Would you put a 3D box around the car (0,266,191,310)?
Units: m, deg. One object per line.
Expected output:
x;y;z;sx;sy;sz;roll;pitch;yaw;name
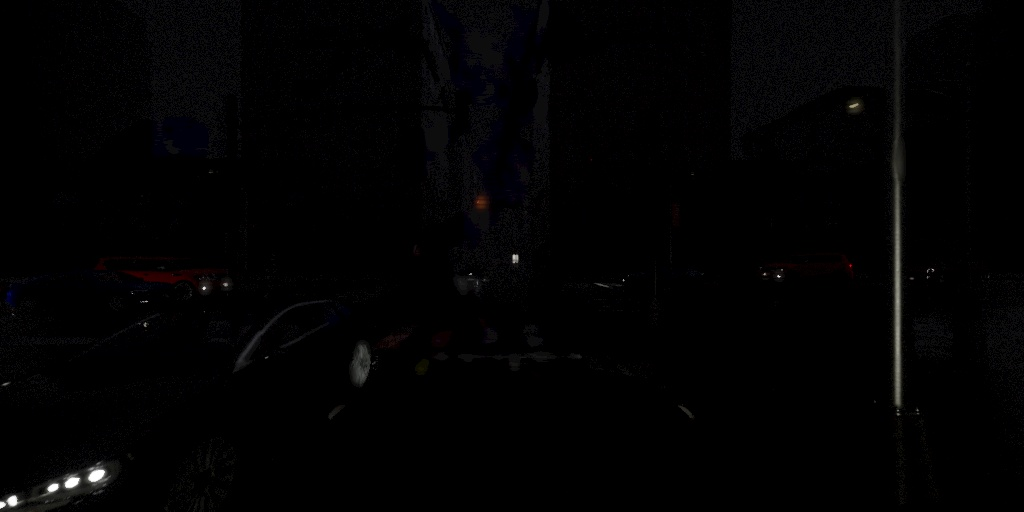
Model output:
-15.780;1.280;13.715;5.008;1.535;1.882;0;0;-2;car

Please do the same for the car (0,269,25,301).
-26.261;1.368;16.648;4.674;1.442;1.812;0;0;-1;car

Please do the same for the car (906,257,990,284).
30.093;0.982;25.040;4.553;1.767;2.097;0;0;-2;car

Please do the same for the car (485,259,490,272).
-4.221;1.283;47.661;1.837;1.490;4.892;0;0;-2;car

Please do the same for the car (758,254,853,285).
20.200;0.883;24.751;5.566;2.045;2.150;0;0;-2;car

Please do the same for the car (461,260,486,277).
-3.894;1.368;35.707;1.895;1.301;4.718;0;0;-1;car

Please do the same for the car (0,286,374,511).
-3.146;1.242;4.043;2.128;1.511;4.902;0;0;-1;car

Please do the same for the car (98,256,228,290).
-16.338;1.027;16.951;5.566;2.045;2.150;0;0;-2;car

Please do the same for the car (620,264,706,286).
10.242;1.244;24.453;5.357;1.411;2.033;0;0;-2;car
